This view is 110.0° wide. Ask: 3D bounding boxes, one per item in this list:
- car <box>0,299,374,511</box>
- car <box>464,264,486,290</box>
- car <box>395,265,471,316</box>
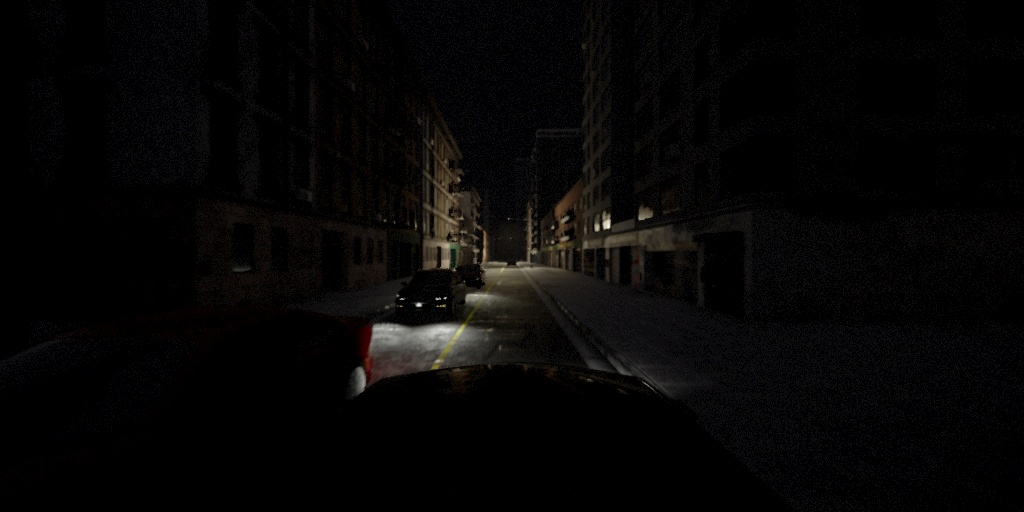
[{"bbox_3d":[-2.850,1.228,2.979,1.882,1.535,5.008,0,0,0],"label":"car"},{"bbox_3d":[-2.764,1.269,23.016,1.882,1.535,5.008,0,0,0],"label":"car"},{"bbox_3d":[-2.846,1.255,13.397,1.837,1.490,4.892,0,0,0],"label":"car"}]
